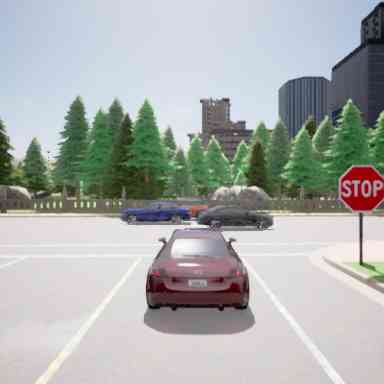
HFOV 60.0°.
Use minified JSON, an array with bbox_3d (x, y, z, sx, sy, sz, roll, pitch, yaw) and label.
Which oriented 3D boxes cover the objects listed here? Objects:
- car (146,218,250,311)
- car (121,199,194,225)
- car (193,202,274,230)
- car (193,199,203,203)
[{"bbox_3d":[0.127,1.557,7.819,1.994,1.385,4.181,0,0,1],"label":"car"},{"bbox_3d":[-2.565,1.494,23.914,5.008,1.535,1.882,0,0,-2],"label":"car"},{"bbox_3d":[2.617,1.545,20.418,4.674,1.442,1.812,0,0,-2],"label":"car"},{"bbox_3d":[-0.855,1.365,27.481,4.553,1.767,2.097,0,0,-2],"label":"car"}]
